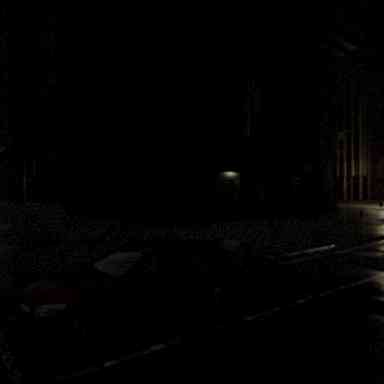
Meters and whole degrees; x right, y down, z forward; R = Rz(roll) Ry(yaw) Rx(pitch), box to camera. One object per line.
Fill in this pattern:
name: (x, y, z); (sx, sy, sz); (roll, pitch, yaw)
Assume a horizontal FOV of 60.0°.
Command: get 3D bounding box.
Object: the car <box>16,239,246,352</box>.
car: (-0.845, 1.565, 6.074); (4.206, 1.307, 1.802); (0, 0, -36)
